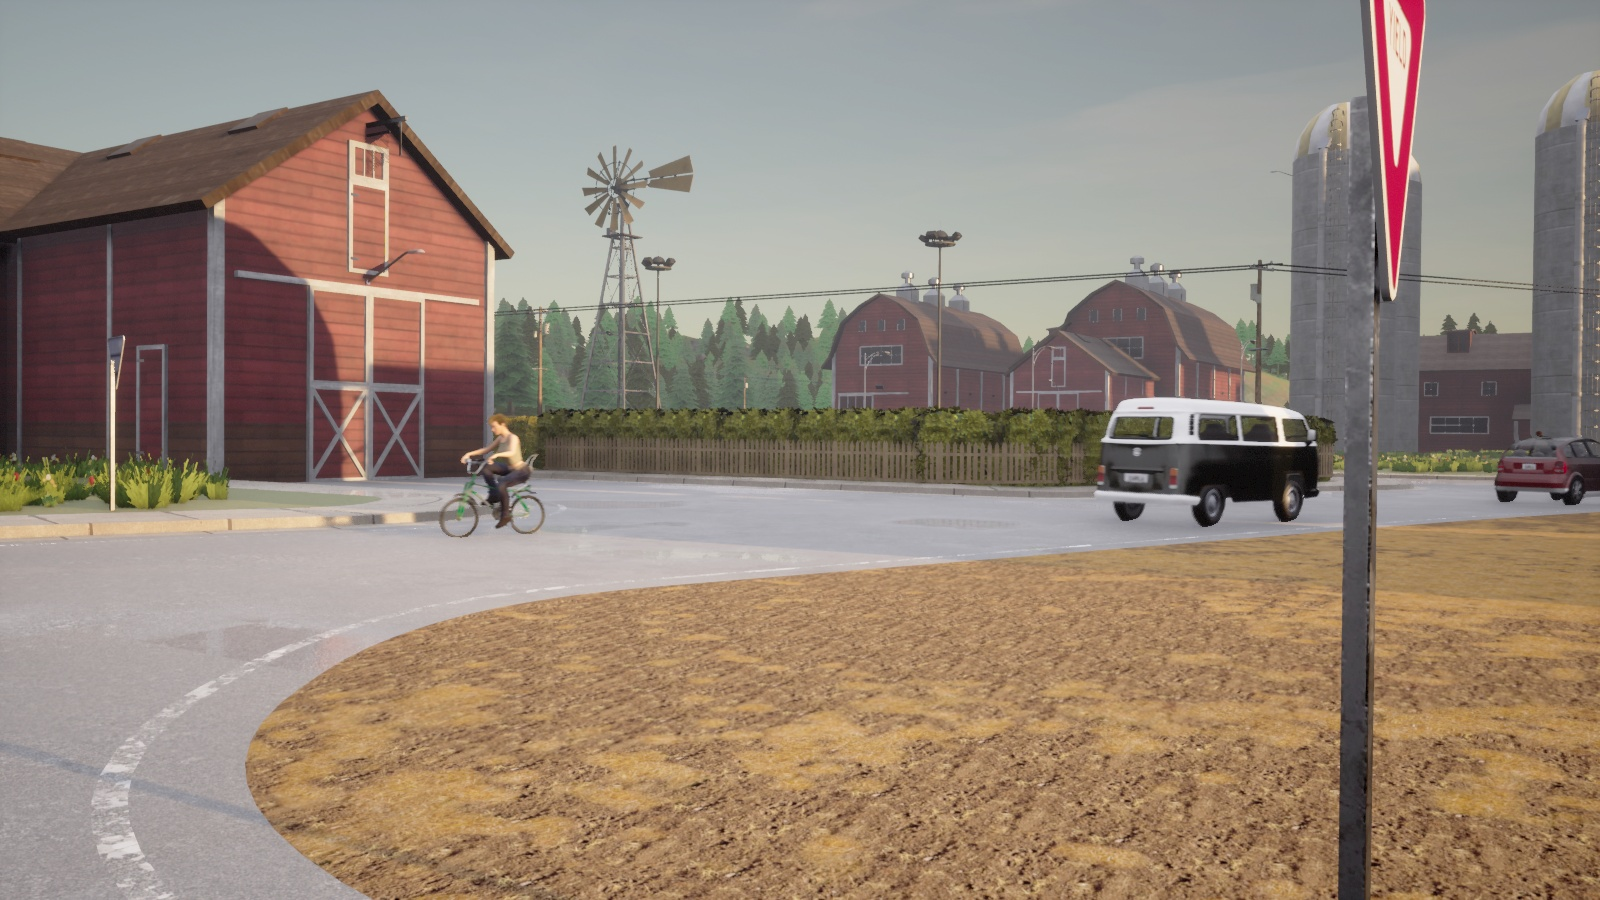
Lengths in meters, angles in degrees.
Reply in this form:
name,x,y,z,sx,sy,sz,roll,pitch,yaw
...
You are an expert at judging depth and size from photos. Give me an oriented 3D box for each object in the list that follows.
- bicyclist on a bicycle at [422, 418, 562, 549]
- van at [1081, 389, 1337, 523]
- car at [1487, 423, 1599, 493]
name,x,y,z,sx,sy,sz,roll,pitch,yaw
bicyclist on a bicycle,-4.024,0.402,16.451,1.509,1.612,0.866,-2,2,-39
van,6.974,0.058,21.205,4.480,2.038,2.069,-1,1,-40
car,18.029,0.156,29.520,3.705,1.549,1.789,-1,1,-34
